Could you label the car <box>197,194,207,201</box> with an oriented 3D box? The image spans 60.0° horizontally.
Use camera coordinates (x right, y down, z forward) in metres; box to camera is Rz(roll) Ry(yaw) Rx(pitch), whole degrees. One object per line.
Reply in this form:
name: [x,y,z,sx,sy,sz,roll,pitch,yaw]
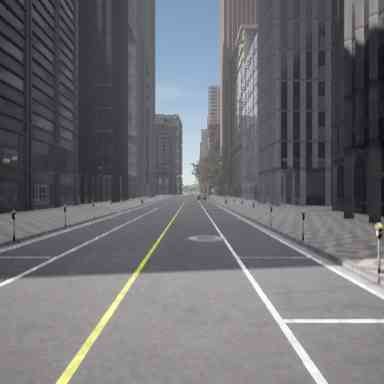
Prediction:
car: [2.387,1.182,80.162,2.097,1.767,4.553,0,0,0]
